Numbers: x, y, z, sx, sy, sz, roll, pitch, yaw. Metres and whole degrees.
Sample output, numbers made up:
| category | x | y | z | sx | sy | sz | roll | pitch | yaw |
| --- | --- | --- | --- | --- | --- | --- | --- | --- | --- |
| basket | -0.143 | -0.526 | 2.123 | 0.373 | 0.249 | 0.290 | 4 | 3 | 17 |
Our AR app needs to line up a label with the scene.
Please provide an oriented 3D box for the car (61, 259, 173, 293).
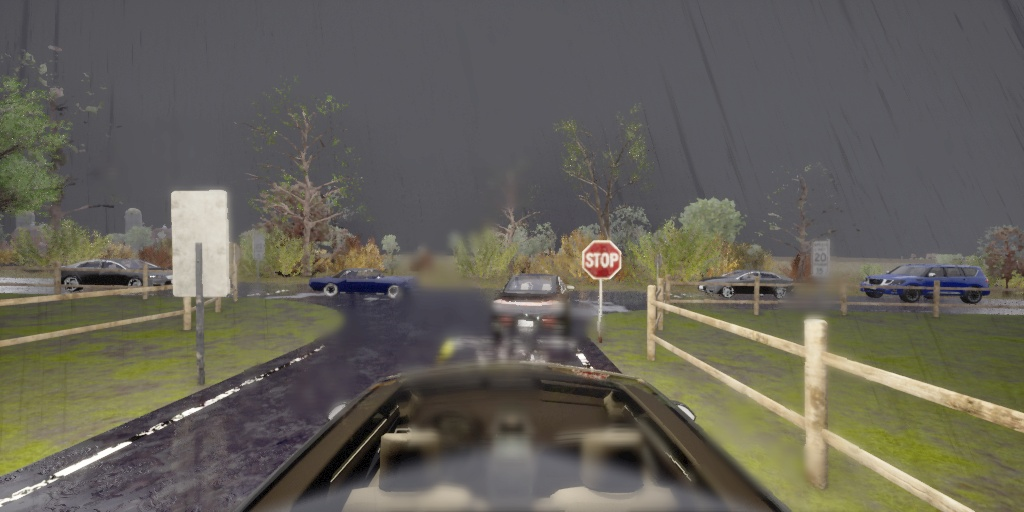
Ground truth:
| category | x | y | z | sx | sy | sz | roll | pitch | yaw |
| --- | --- | --- | --- | --- | --- | --- | --- | --- | --- |
| car | -18.490 | 0.885 | 17.075 | 4.902 | 1.511 | 2.128 | 1 | 1 | 0 |

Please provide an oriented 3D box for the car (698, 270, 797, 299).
| category | x | y | z | sx | sy | sz | roll | pitch | yaw |
| --- | --- | --- | --- | --- | --- | --- | --- | --- | --- |
| car | 13.003 | 1.525 | 19.988 | 4.902 | 1.511 | 2.128 | 1 | 1 | 0 |

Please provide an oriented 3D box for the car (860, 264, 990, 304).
| category | x | y | z | sx | sy | sz | roll | pitch | yaw |
| --- | --- | --- | --- | --- | --- | --- | --- | --- | --- |
| car | 22.899 | 1.466 | 19.977 | 5.566 | 2.045 | 2.150 | 1 | 1 | 0 |

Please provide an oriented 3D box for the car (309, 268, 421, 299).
| category | x | y | z | sx | sy | sz | roll | pitch | yaw |
| --- | --- | --- | --- | --- | --- | --- | --- | --- | --- |
| car | -6.823 | 1.248 | 17.059 | 4.718 | 1.301 | 1.895 | 1 | 1 | 0 |

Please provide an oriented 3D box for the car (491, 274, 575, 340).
| category | x | y | z | sx | sy | sz | roll | pitch | yaw |
| --- | --- | --- | --- | --- | --- | --- | --- | --- | --- |
| car | 0.706 | 1.240 | 10.029 | 2.128 | 1.511 | 4.902 | 0 | 0 | 9 |
